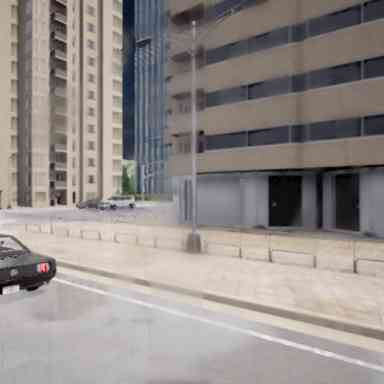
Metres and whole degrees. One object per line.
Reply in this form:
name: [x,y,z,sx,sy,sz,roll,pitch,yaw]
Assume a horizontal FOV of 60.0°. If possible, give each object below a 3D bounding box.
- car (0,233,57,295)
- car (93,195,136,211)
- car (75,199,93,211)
car: [-5.318,1.637,7.890,4.718,1.301,1.895,0,0,37]
car: [-10.155,1.470,45.451,2.150,2.045,5.566,0,0,36]
car: [-13.837,1.761,46.325,1.837,1.490,4.892,0,0,36]
